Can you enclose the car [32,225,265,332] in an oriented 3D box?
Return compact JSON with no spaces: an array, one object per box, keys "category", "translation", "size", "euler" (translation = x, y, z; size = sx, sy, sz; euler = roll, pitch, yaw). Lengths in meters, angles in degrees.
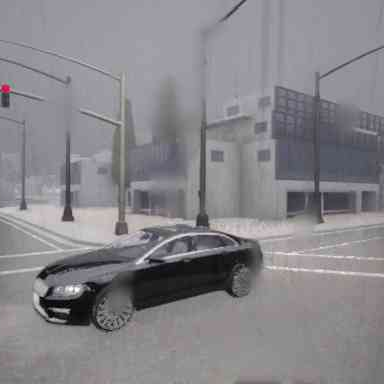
[{"category":"car","translation":[-0.590,1.494,6.917],"size":[4.902,1.511,2.128],"euler":[0,0,-37]}]
